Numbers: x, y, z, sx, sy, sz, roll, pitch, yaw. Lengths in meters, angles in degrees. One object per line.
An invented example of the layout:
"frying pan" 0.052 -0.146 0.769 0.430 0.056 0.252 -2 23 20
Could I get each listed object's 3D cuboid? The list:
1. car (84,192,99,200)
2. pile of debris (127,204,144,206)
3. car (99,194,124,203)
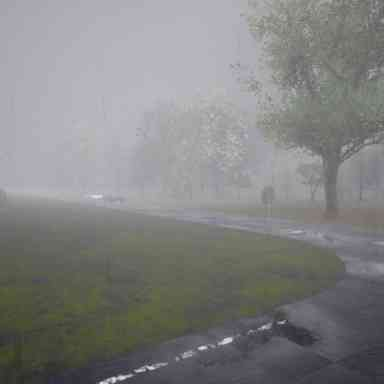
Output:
"car" -16.969 0.725 56.691 1.895 1.301 4.718 0 1 -33
"pile of debris" -7.068 1.591 41.575 1.500 0.140 1.860 0 1 -33
"car" -11.568 0.883 48.533 1.895 1.301 4.718 0 1 -33
